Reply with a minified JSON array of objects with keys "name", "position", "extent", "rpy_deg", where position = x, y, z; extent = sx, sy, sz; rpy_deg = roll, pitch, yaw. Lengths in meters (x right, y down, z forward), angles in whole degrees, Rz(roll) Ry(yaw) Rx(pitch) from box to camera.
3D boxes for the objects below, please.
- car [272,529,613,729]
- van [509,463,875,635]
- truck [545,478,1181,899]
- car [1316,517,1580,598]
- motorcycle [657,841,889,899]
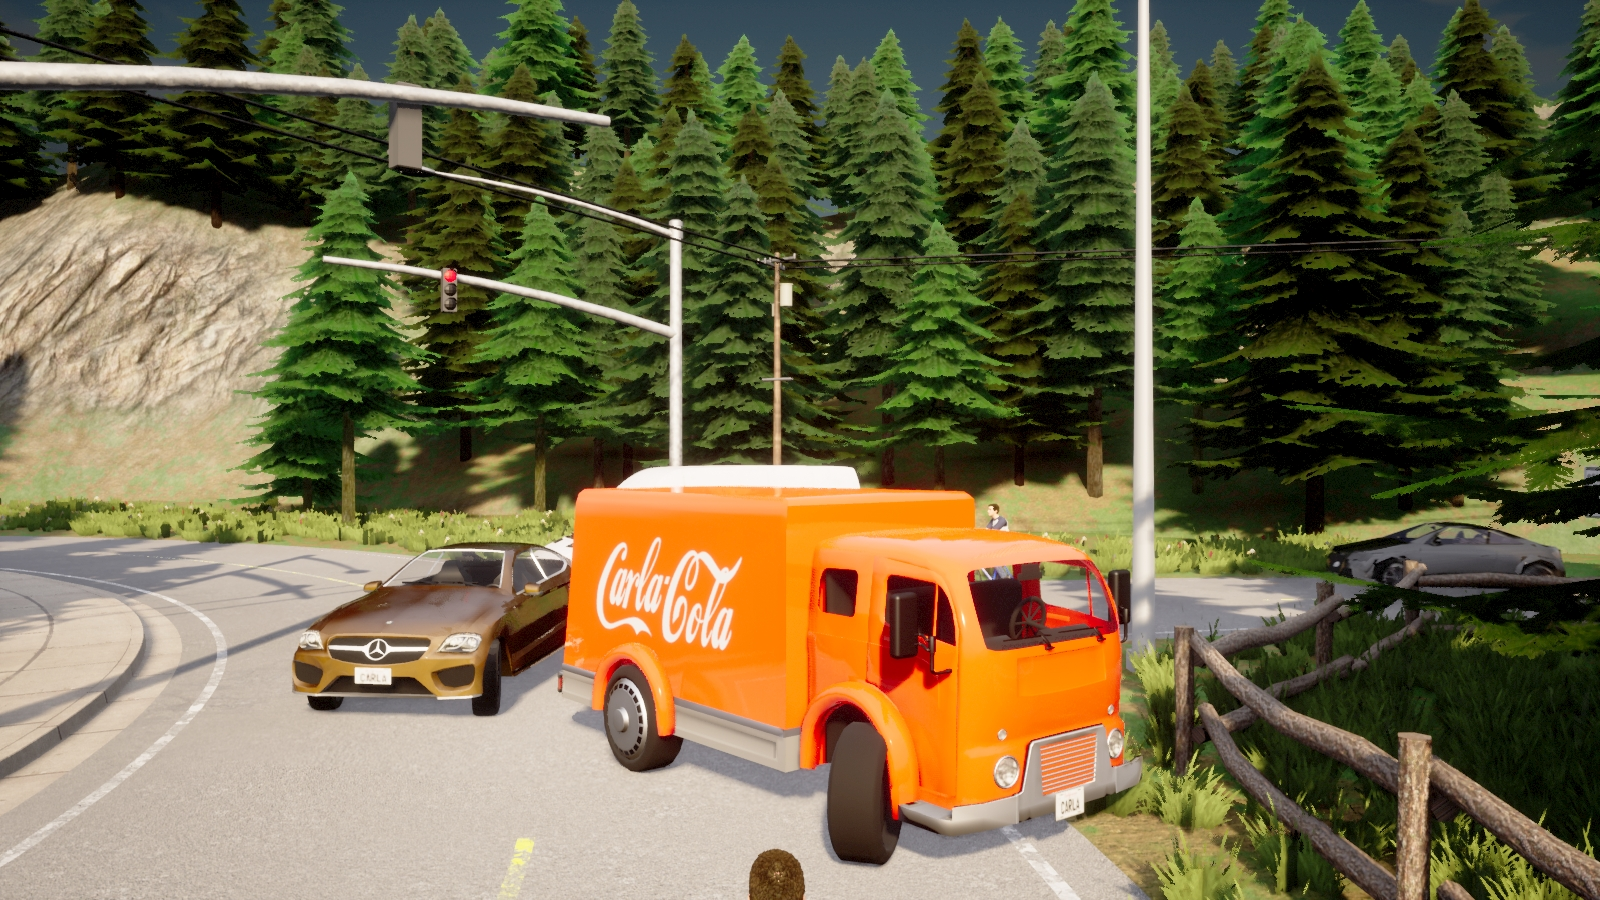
[{"name":"car","position":[-4.038,1.970,14.038],"extent":[2.152,1.651,5.027],"rpy_deg":[0,0,6]},{"name":"van","position":[-1.776,1.528,19.549],"extent":[5.915,2.561,1.988],"rpy_deg":[0,0,-27]},{"name":"truck","position":[0.202,1.542,9.769],"extent":[2.627,2.467,5.204],"rpy_deg":[0,0,-39]},{"name":"car","position":[12.914,2.119,23.036],"extent":[4.181,1.385,1.994],"rpy_deg":[0,0,7]},{"name":"motorcycle","position":[-0.074,2.159,3.526],"extent":[0.803,1.199,2.033],"rpy_deg":[0,0,-2]}]
